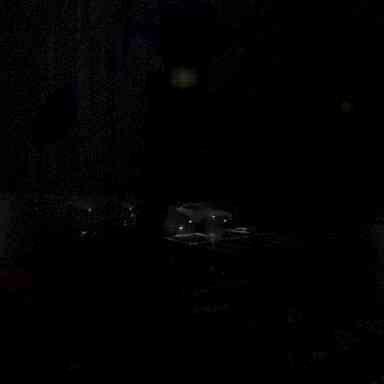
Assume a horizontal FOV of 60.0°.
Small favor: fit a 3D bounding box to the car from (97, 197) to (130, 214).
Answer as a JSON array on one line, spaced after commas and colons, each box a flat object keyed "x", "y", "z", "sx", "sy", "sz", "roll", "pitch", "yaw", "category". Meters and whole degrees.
[{"x": -6.988, "y": 1.274, "z": 32.233, "sx": 2.128, "sy": 1.511, "sz": 4.902, "roll": -1, "pitch": 1, "yaw": -36, "category": "car"}]

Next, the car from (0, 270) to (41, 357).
[{"x": -4.152, "y": 1.545, "z": 3.690, "sx": 4.507, "sy": 1.381, "sz": 1.887, "roll": 0, "pitch": -1, "yaw": -36, "category": "car"}]

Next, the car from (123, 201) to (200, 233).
[{"x": -1.978, "y": 1.484, "z": 19.747, "sx": 2.033, "sy": 1.411, "sz": 5.357, "roll": -1, "pitch": 1, "yaw": -32, "category": "car"}]

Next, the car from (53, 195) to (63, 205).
[{"x": -19.062, "y": 1.164, "z": 49.186, "sx": 2.033, "sy": 1.411, "sz": 5.357, "roll": -1, "pitch": 1, "yaw": -36, "category": "car"}]

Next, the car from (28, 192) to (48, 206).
[{"x": -22.120, "y": 1.146, "z": 47.882, "sx": 1.882, "sy": 1.535, "sz": 5.008, "roll": -1, "pitch": 1, "yaw": -36, "category": "car"}]

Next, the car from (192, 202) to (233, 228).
[{"x": 0.609, "y": 1.414, "z": 21.709, "sx": 1.812, "sy": 1.442, "sz": 4.674, "roll": -1, "pitch": 1, "yaw": -36, "category": "car"}]

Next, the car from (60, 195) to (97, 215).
[{"x": -10.506, "y": 1.308, "z": 31.567, "sx": 2.128, "sy": 1.511, "sz": 4.902, "roll": -1, "pitch": 1, "yaw": -36, "category": "car"}]
